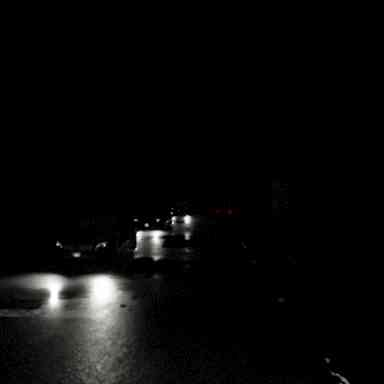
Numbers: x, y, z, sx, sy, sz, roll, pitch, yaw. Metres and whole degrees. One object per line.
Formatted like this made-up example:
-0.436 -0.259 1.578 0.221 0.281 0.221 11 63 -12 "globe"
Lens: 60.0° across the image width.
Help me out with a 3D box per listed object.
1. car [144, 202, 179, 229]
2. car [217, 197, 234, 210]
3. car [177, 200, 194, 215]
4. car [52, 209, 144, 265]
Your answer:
-2.454 1.599 22.479 2.033 1.411 5.357 0 0 5 "car"
4.694 1.512 46.502 2.097 1.767 4.553 0 0 11 "car"
-0.949 1.621 35.034 1.812 1.442 4.674 0 0 8 "car"
-3.204 1.546 11.928 1.812 1.442 4.674 0 0 3 "car"
